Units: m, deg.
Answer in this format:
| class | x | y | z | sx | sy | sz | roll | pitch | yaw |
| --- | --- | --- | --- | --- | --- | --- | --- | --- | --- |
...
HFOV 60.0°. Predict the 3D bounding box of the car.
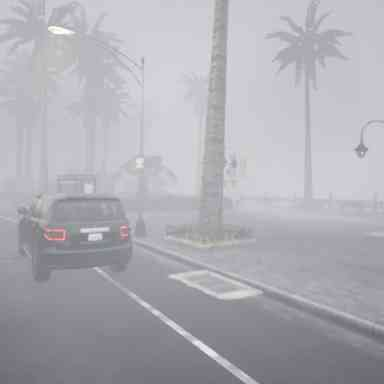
| class | x | y | z | sx | sy | sz | roll | pitch | yaw |
| --- | --- | --- | --- | --- | --- | --- | --- | --- | --- |
| car | -3.554 | 1.023 | 9.545 | 2.150 | 2.045 | 5.566 | 0 | 1 | -32 |
